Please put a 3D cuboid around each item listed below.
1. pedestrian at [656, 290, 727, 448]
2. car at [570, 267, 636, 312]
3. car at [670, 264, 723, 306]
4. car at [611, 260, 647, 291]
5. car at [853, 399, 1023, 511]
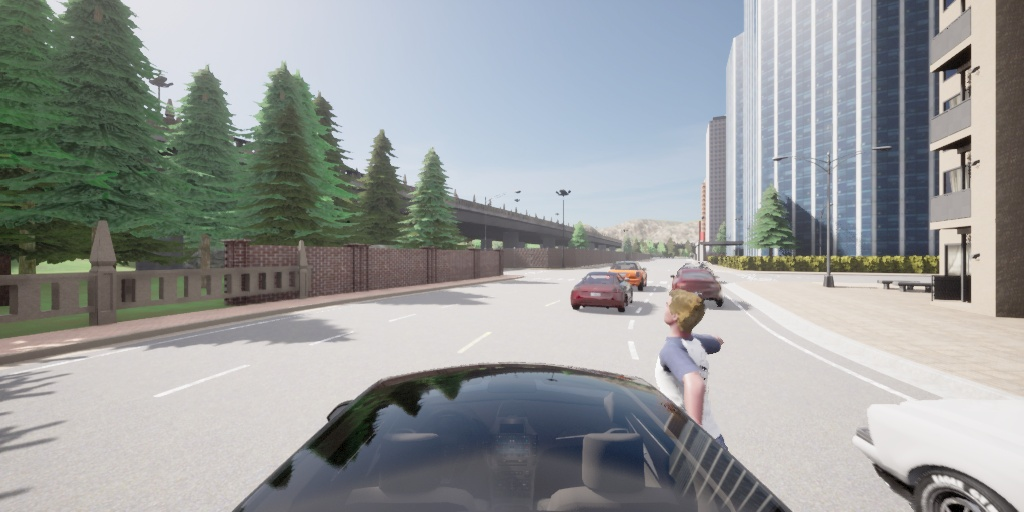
[{"bbox_3d":[1.069,1.087,2.064,0.375,1.860,0.375,-16,-14,36],"label":"pedestrian"},{"bbox_3d":[3.688,1.314,14.366,1.994,1.385,4.181,0,0,22],"label":"car"},{"bbox_3d":[8.112,1.276,15.911,1.812,1.442,4.674,0,0,24],"label":"car"},{"bbox_3d":[7.162,1.102,22.266,2.097,1.767,4.553,0,0,24],"label":"car"},{"bbox_3d":[3.723,1.351,0.694,1.895,1.301,4.718,0,0,-2],"label":"car"}]
